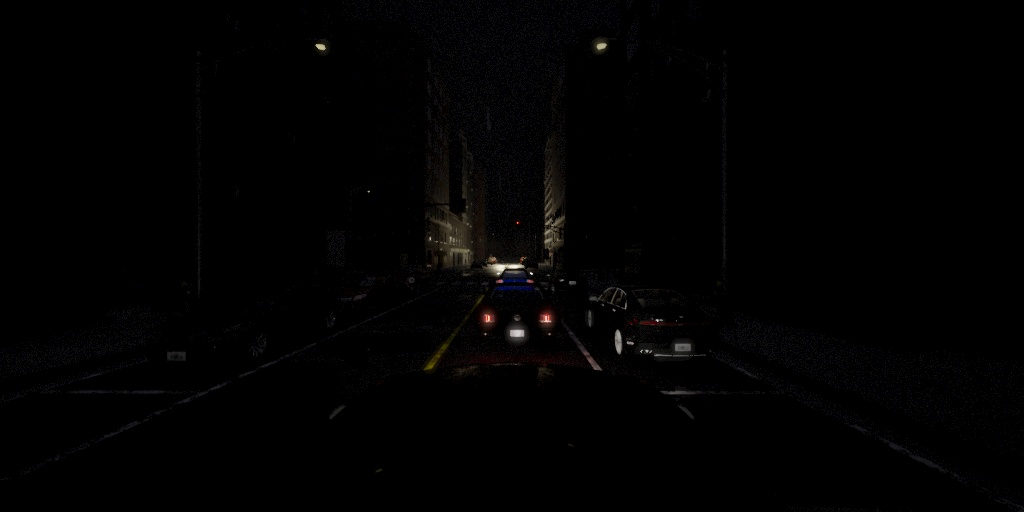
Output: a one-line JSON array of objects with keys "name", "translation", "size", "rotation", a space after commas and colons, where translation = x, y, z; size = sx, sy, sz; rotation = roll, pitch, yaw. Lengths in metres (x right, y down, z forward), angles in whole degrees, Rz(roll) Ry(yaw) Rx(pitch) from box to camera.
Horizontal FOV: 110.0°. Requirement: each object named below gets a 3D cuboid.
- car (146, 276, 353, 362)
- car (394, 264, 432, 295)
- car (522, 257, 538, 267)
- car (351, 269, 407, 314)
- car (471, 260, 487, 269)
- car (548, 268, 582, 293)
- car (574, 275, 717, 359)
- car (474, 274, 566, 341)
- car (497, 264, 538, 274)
[{"name": "car", "translation": [-5.649, 1.316, 8.225], "size": [1.948, 1.339, 4.313], "rotation": [0, 0, 0]}, {"name": "car", "translation": [-5.614, 1.190, 19.227], "size": [1.967, 1.591, 4.097], "rotation": [0, 0, 0]}, {"name": "car", "translation": [3.063, 1.225, 56.289], "size": [1.967, 1.591, 4.097], "rotation": [0, 0, 0]}, {"name": "car", "translation": [-5.632, 1.332, 13.726], "size": [1.802, 1.307, 4.207], "rotation": [0, 0, 0]}, {"name": "car", "translation": [-5.462, 1.368, 56.329], "size": [1.802, 1.307, 4.207], "rotation": [0, 0, 0]}, {"name": "car", "translation": [2.911, 1.316, 19.200], "size": [1.948, 1.339, 4.313], "rotation": [0, 0, 0]}, {"name": "car", "translation": [2.876, 1.300, 8.198], "size": [2.007, 1.370, 4.403], "rotation": [0, 0, 0]}, {"name": "car", "translation": [0.120, 1.351, 9.823], "size": [1.895, 1.301, 4.718], "rotation": [0, 0, 0]}, {"name": "car", "translation": [0.149, 1.315, 18.582], "size": [1.994, 1.385, 4.181], "rotation": [0, 0, 1]}]
